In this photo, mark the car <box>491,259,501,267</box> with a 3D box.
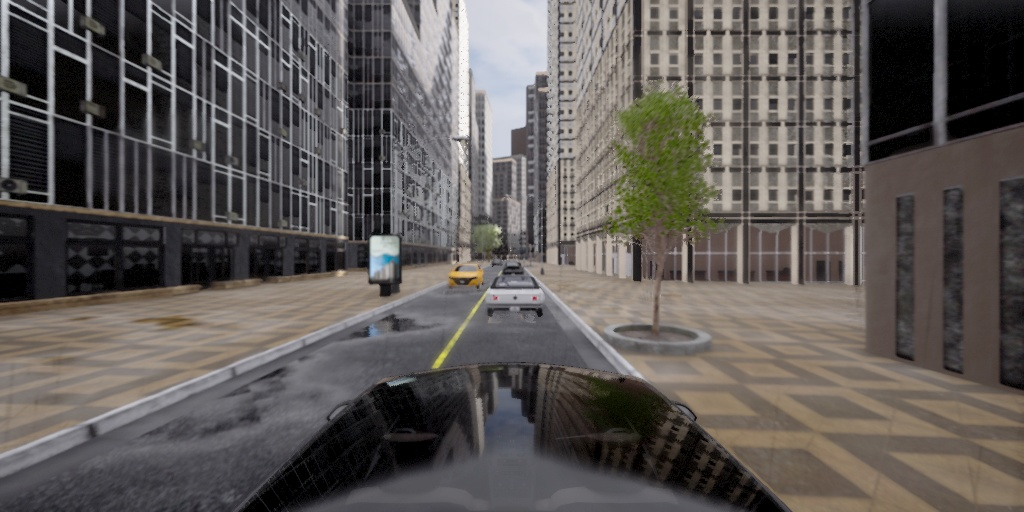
[{"bbox_3d":[-2.735,1.220,64.852,1.837,1.490,4.892,0,0,1],"label":"car"}]

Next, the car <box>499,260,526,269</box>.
[{"bbox_3d":[0.114,1.226,30.664,1.837,1.490,4.892,0,0,0],"label":"car"}]

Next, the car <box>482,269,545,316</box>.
[{"bbox_3d":[0.093,1.335,13.269,1.895,1.301,4.718,0,0,0],"label":"car"}]

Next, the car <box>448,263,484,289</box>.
[{"bbox_3d":[-2.838,1.206,22.968,1.882,1.535,5.008,0,0,0],"label":"car"}]
